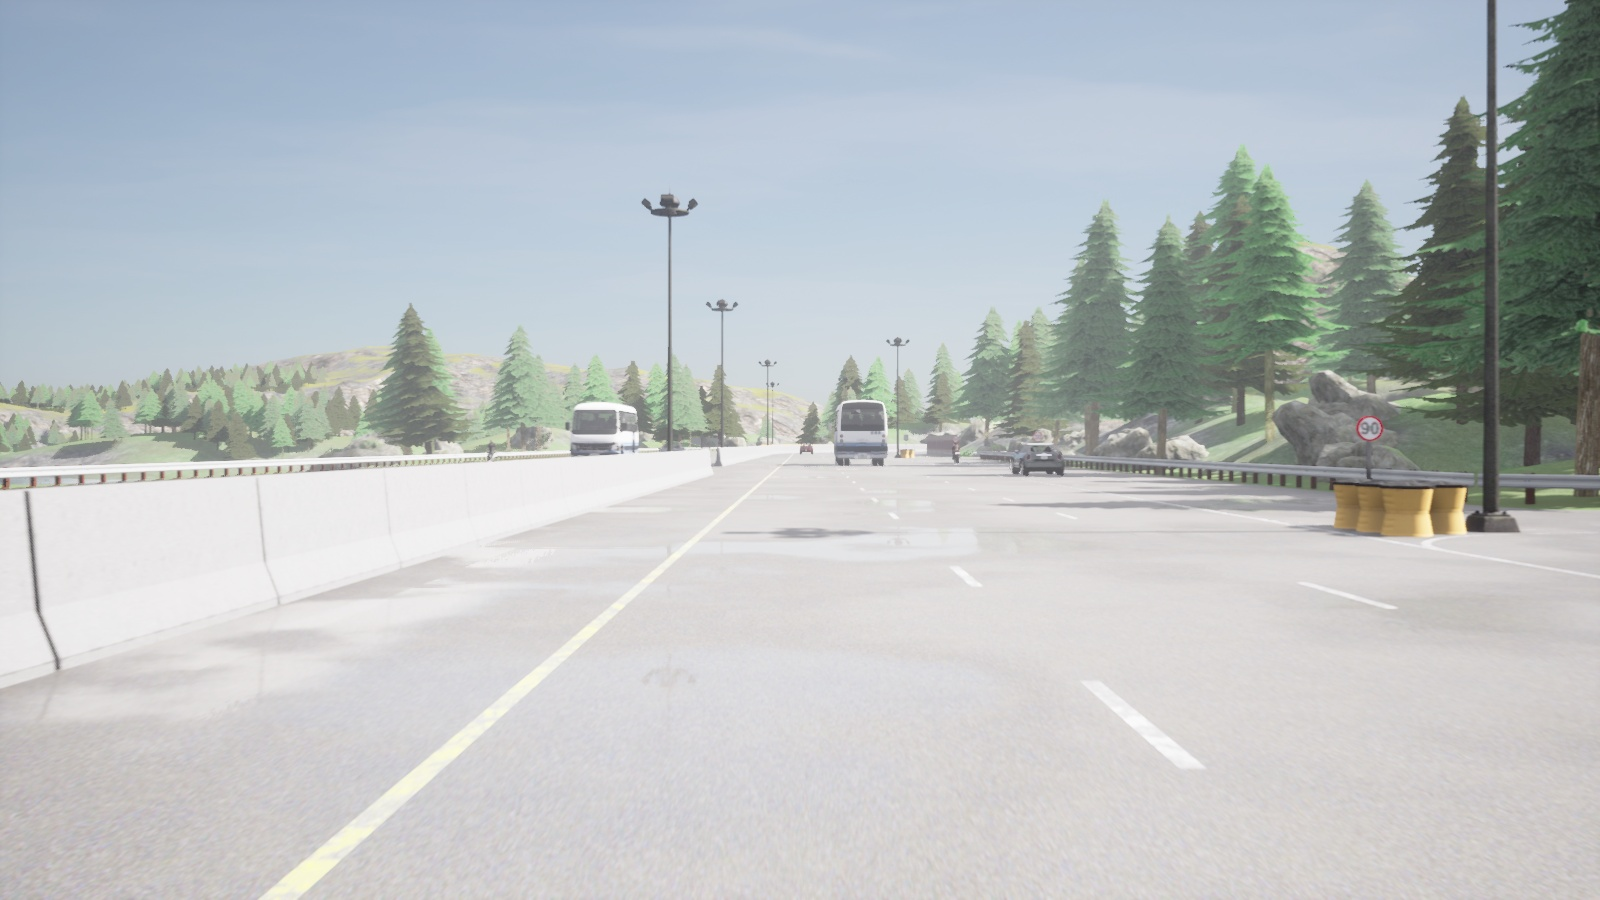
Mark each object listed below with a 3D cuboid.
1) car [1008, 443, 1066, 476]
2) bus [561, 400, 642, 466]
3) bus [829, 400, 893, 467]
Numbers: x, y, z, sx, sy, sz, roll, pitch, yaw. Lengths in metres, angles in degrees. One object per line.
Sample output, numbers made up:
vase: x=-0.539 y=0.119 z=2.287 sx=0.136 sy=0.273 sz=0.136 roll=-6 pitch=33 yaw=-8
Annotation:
car: x=10.847 y=0.396 z=57.649 sx=1.970 sy=1.475 sz=3.806 roll=0 pitch=0 yaw=0
bus: x=-13.486 y=-1.128 z=86.411 sx=3.944 sy=4.253 sz=10.273 roll=0 pitch=0 yaw=0
bus: x=4.008 y=-1.108 z=85.401 sx=3.944 sy=4.253 sz=10.273 roll=0 pitch=1 yaw=0
